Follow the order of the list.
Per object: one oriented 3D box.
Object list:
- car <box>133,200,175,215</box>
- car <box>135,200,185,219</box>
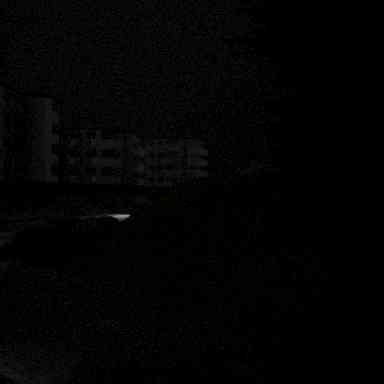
[{"bbox_3d":[-3.872,1.547,34.328,1.994,1.385,4.181,0,0,36],"label":"car"},{"bbox_3d":[-2.531,1.491,29.015,1.837,1.490,4.892,0,0,36],"label":"car"}]
